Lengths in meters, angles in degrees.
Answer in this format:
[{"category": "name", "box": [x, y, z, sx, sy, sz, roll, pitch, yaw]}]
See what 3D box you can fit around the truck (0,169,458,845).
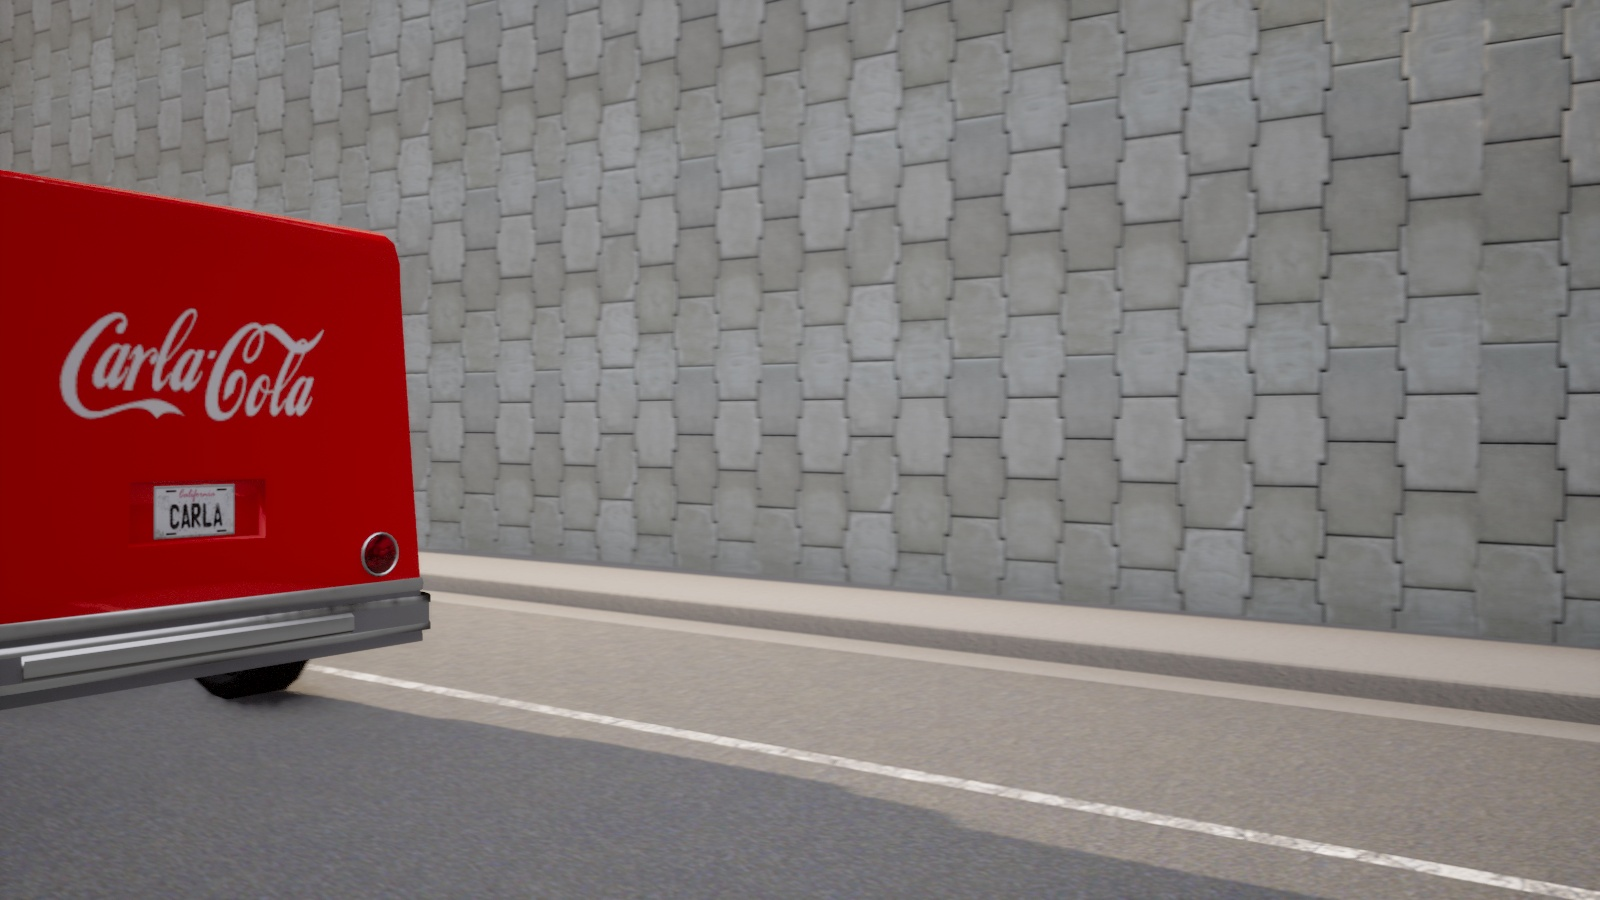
[{"category": "truck", "box": [-4.640, 0.195, 6.697, 5.204, 2.467, 2.627, 0, 1, 34]}]
